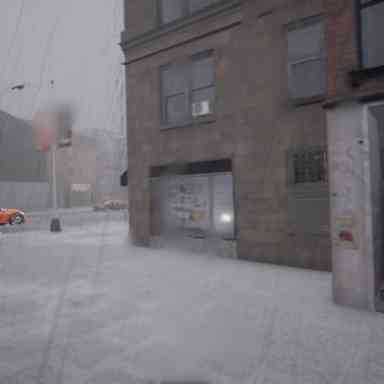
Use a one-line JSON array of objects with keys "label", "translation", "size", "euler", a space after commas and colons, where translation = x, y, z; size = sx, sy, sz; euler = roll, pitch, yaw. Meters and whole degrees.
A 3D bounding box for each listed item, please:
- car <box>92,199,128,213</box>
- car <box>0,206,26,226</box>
[{"label": "car", "translation": [-9.261, 1.573, 38.752], "size": [1.882, 1.535, 5.008], "euler": [-2, -1, 35]}, {"label": "car", "translation": [-13.233, 1.432, 21.405], "size": [2.097, 1.767, 4.553], "euler": [-2, -1, 35]}]
